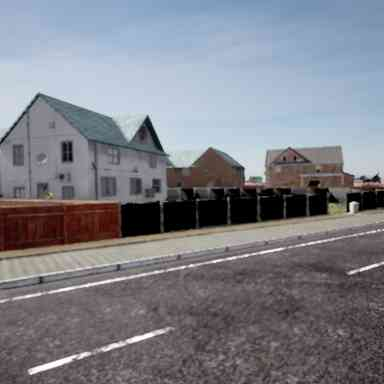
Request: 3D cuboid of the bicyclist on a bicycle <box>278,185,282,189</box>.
[{"bbox_3d":[11.663,-0.041,44.252,0.582,1.620,1.656,0,2,19],"label":"bicyclist on a bicycle"}]
